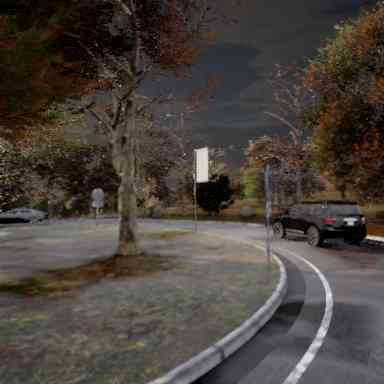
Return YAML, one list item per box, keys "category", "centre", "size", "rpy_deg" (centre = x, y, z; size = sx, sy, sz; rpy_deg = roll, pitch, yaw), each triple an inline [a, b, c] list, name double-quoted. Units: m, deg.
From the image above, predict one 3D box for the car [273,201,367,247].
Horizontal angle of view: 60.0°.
- category: "car"
  centre: [6.115, 1.469, 16.688]
  size: [2.150, 2.045, 5.566]
  rpy_deg: [0, -1, -13]

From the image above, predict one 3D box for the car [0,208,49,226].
- category: "car"
  centre: [-14.869, 2.131, 28.314]
  size: [4.902, 1.511, 2.128]
  rpy_deg: [-2, -1, -15]
